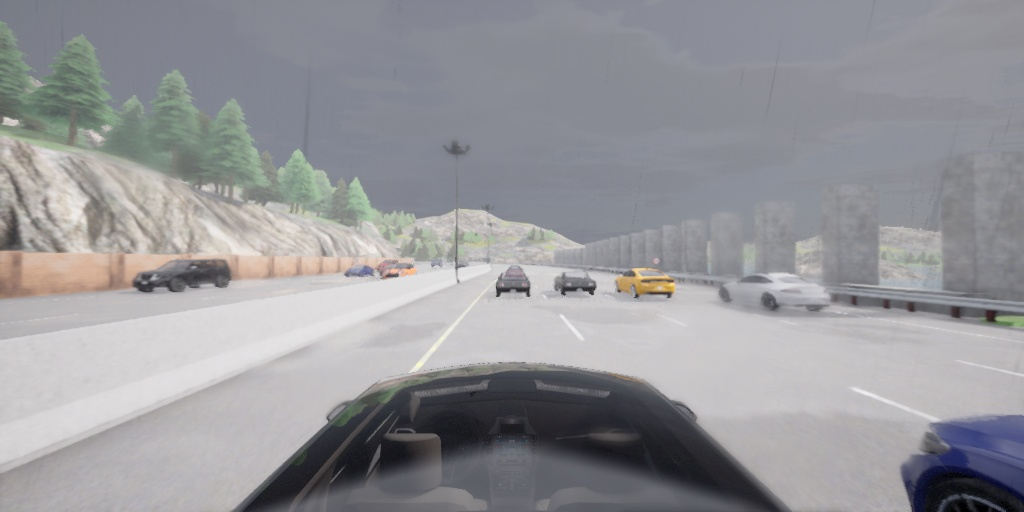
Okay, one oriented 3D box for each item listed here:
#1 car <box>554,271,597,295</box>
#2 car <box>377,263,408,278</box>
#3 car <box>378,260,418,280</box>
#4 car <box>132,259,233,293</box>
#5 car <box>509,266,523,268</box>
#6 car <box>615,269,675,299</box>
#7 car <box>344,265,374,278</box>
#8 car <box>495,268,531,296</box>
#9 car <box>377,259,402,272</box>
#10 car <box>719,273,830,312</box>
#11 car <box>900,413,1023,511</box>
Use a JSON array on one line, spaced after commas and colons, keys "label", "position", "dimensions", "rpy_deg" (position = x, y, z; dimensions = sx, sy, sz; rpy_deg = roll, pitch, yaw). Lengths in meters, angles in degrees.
[{"label": "car", "position": [3.617, 1.566, 21.384], "dimensions": [1.895, 1.301, 4.718], "rpy_deg": [0, -1, 0]}, {"label": "car", "position": [-13.711, 1.665, 41.512], "dimensions": [1.882, 1.535, 5.008], "rpy_deg": [0, 0, 1]}, {"label": "car", "position": [-10.407, 1.453, 33.683], "dimensions": [2.097, 1.767, 4.553], "rpy_deg": [0, -1, 1]}, {"label": "car", "position": [-21.056, 1.210, 23.337], "dimensions": [2.150, 2.045, 5.566], "rpy_deg": [0, -1, 1]}, {"label": "car", "position": [0.349, 1.718, 38.629], "dimensions": [1.994, 1.385, 4.181], "rpy_deg": [0, -1, 2]}, {"label": "car", "position": [7.111, 1.424, 19.701], "dimensions": [1.882, 1.535, 5.008], "rpy_deg": [0, -1, 0]}, {"label": "car", "position": [-17.208, 1.704, 40.652], "dimensions": [1.812, 1.442, 4.674], "rpy_deg": [0, 0, 2]}, {"label": "car", "position": [0.085, 1.560, 20.857], "dimensions": [1.895, 1.301, 4.718], "rpy_deg": [0, -1, 1]}, {"label": "car", "position": [-20.316, 1.607, 59.603], "dimensions": [2.150, 2.045, 5.566], "rpy_deg": [0, -1, 1]}, {"label": "car", "position": [10.604, 1.419, 14.865], "dimensions": [1.812, 1.442, 4.674], "rpy_deg": [0, -1, 0]}, {"label": "car", "position": [3.601, 1.262, 0.477], "dimensions": [1.812, 1.442, 4.674], "rpy_deg": [0, -1, 0]}]
